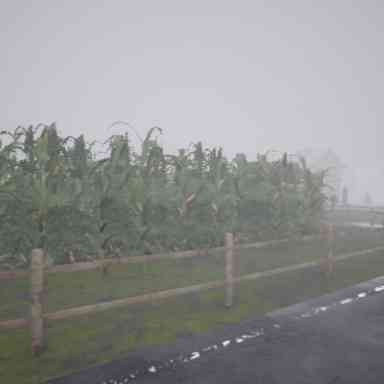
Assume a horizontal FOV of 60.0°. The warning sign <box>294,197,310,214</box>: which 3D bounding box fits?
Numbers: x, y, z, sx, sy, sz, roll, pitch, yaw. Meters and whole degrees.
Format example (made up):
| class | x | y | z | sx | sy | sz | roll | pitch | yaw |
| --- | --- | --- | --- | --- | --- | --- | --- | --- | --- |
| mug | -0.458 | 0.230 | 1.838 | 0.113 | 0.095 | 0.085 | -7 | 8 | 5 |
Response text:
| class | x | y | z | sx | sy | sz | roll | pitch | yaw |
| --- | --- | --- | --- | --- | --- | --- | --- | --- | --- |
| warning sign | 11.988 | 1.436 | 36.215 | 1.300 | 1.860 | 1.060 | 0 | 0 | -39 |
